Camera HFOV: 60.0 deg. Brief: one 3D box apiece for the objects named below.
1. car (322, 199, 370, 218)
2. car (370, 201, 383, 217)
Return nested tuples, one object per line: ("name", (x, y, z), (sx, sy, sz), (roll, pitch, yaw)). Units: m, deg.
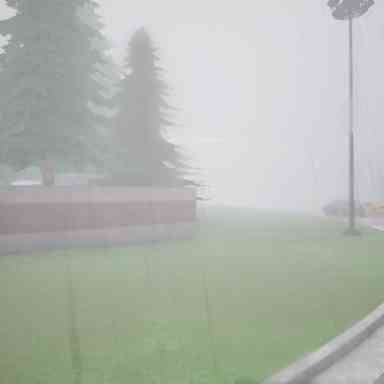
("car", (14.401, 1.491, 31.853), (2.097, 1.767, 4.553), (0, 0, -6))
("car", (17.827, 1.609, 32.706), (1.882, 1.535, 5.008), (0, 0, -7))
